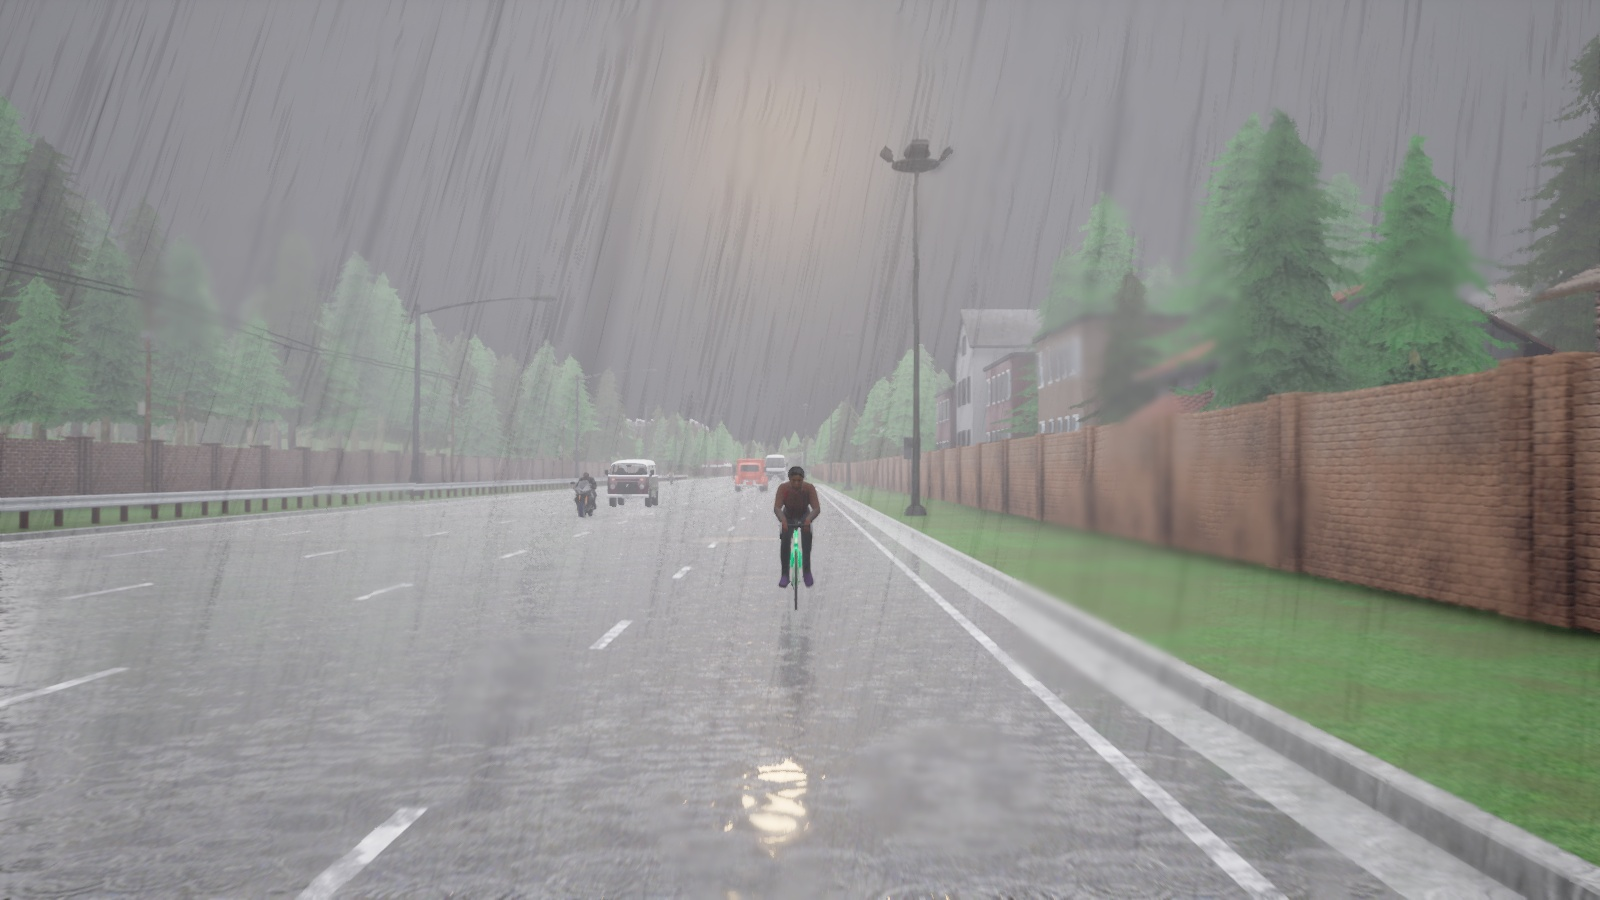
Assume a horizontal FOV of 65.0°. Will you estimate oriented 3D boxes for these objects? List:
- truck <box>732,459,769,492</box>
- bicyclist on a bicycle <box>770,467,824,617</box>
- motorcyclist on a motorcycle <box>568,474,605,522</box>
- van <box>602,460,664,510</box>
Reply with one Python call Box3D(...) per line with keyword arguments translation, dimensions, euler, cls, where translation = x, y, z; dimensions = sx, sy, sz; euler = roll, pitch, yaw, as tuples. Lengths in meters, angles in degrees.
Box3D(translation=(-3.736, 1.943, 95.601), dimensions=(2.627, 2.467, 5.204), euler=(0, -1, 0), cls="truck")
Box3D(translation=(-0.036, 1.010, 14.468), dimensions=(0.582, 1.620, 1.656), euler=(0, -1, 0), cls="bicyclist on a bicycle")
Box3D(translation=(-7.102, 1.578, 41.794), dimensions=(0.866, 1.530, 2.191), euler=(0, -1, 0), cls="motorcyclist on a motorcycle")
Box3D(translation=(-7.133, 1.472, 54.088), dimensions=(2.069, 2.038, 4.480), euler=(0, -1, 0), cls="van")
